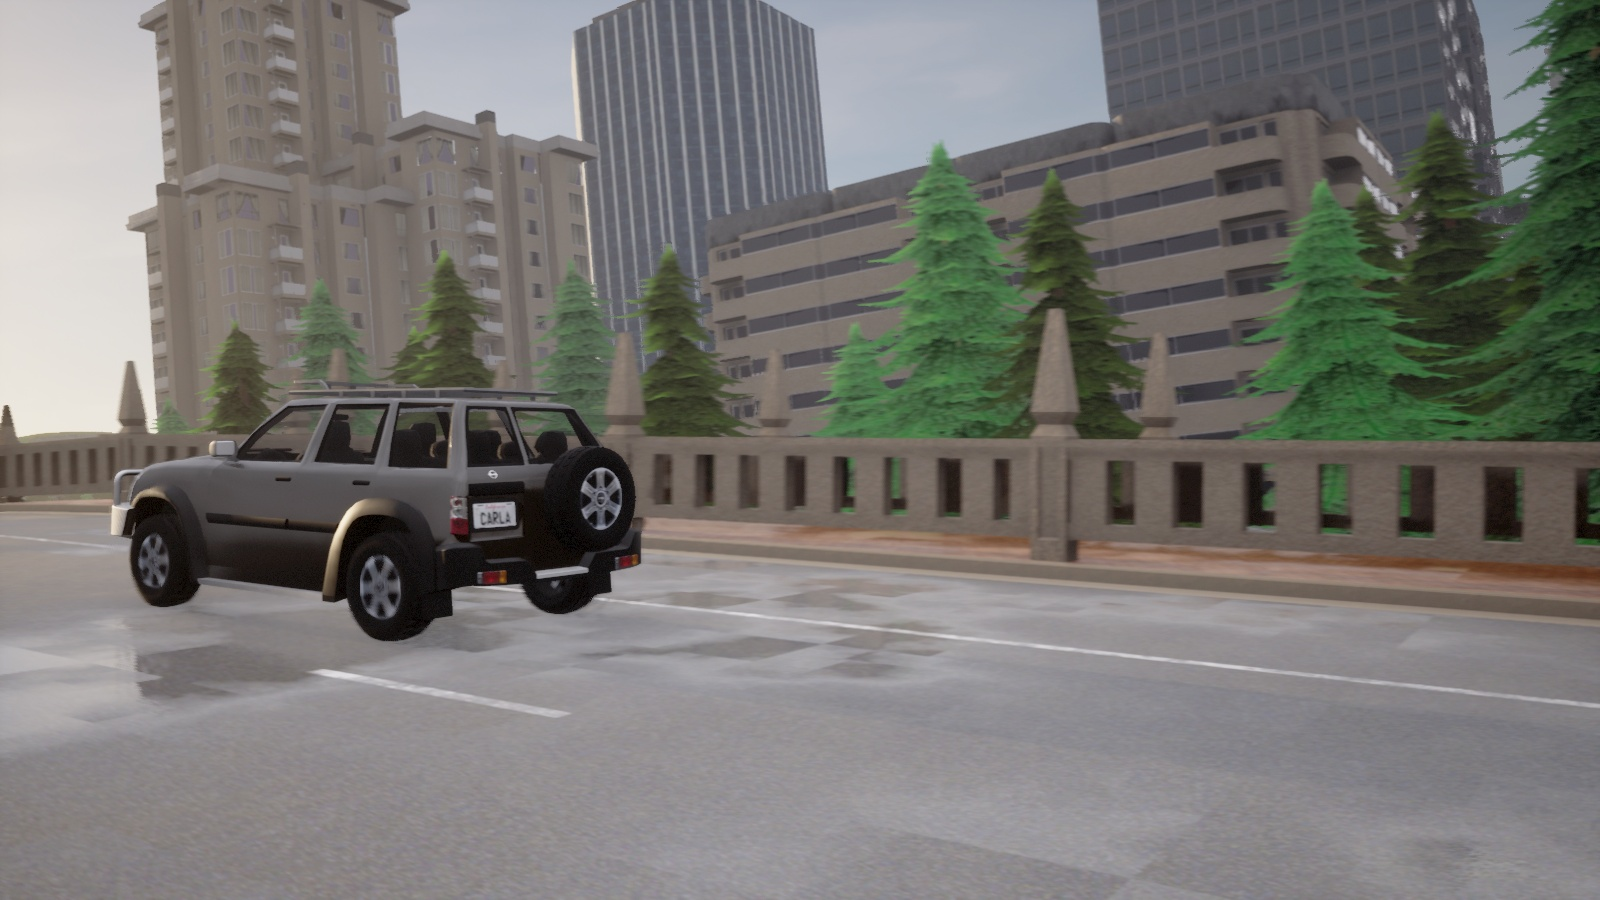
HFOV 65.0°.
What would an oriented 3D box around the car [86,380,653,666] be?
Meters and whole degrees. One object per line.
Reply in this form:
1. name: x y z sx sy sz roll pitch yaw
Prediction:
1. car: -3.605 0.458 10.217 4.605 1.855 1.932 0 1 34
